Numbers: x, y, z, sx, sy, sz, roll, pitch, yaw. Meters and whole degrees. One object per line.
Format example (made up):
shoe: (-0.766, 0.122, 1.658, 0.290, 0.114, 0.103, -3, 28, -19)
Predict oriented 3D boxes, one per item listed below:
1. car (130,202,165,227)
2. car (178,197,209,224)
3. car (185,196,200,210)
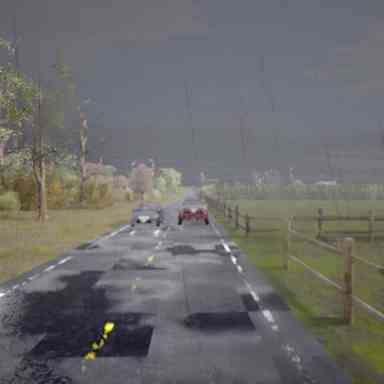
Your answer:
car: (-2.838, 1.426, 22.041, 2.128, 1.511, 4.902, 0, 0, 0)
car: (0.103, 1.279, 24.385, 2.097, 1.767, 4.553, 0, 0, 0)
car: (0.108, 1.370, 42.749, 1.837, 1.490, 4.892, 0, 0, 0)
